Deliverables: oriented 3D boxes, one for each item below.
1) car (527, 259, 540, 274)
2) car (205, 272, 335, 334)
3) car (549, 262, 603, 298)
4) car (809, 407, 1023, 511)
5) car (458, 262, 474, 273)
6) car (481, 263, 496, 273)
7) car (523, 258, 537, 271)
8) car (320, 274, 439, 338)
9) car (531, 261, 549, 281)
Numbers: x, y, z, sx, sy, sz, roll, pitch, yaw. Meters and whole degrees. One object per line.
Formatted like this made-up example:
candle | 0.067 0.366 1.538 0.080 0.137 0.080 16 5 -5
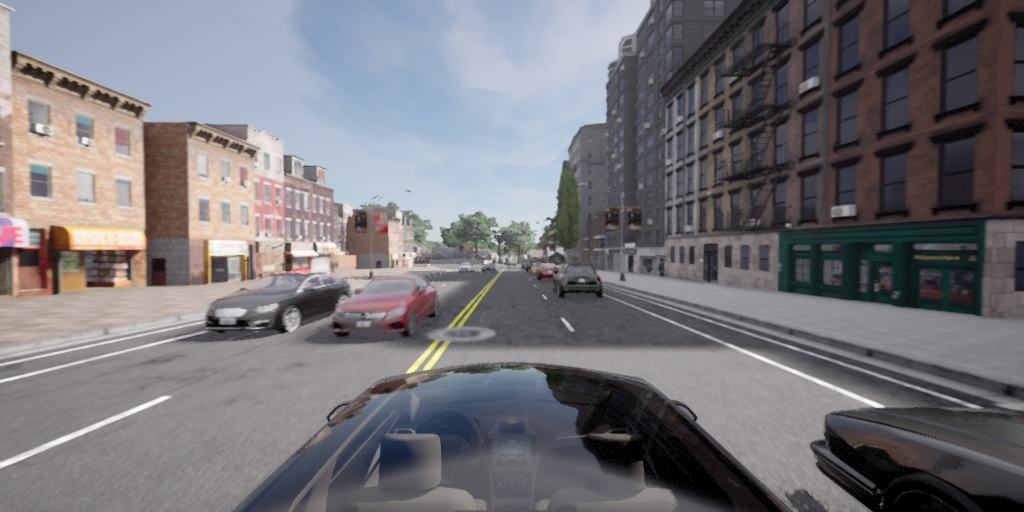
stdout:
car | 3.240 1.497 44.010 1.801 1.575 5.366 0 -1 0
car | -6.601 1.254 10.785 2.128 1.511 4.902 0 0 0
car | 3.338 1.157 18.958 2.097 1.767 4.553 0 0 2
car | 3.350 1.298 0.407 2.033 1.411 5.357 0 0 0
car | -6.582 1.658 51.842 1.812 1.442 4.674 0 -1 0
car | -3.330 1.700 52.116 1.994 1.385 4.181 0 -1 0
car | 3.237 1.392 54.860 2.150 2.045 5.566 0 -1 0
car | -3.352 1.287 10.398 1.812 1.442 4.674 0 0 0
car | 3.242 1.422 32.844 2.163 1.488 4.792 0 -1 0
